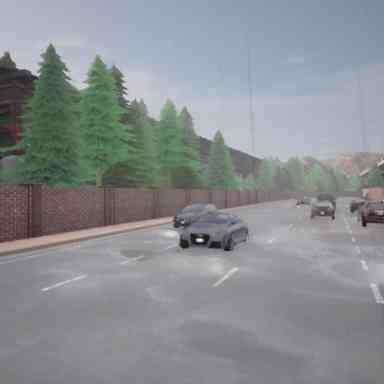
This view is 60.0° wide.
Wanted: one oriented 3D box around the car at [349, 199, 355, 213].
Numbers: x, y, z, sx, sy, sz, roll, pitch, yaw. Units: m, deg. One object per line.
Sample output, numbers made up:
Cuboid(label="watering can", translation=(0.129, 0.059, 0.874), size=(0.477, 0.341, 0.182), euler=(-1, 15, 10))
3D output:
Cuboid(label="car", translation=(18.566, 1.475, 36.788), size=(1.882, 1.535, 5.008), euler=(0, 0, 23))

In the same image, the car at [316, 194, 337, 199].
Cuboid(label="car", translation=(16.545, 1.219, 40.982), size=(2.150, 2.045, 5.566), euler=(0, 0, 23))

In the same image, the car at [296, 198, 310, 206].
Cuboid(label="car", translation=(18.097, 1.608, 53.888), size=(1.994, 1.385, 4.181), euler=(0, 0, 23))

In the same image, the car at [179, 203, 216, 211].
Cuboid(label="car", translation=(0.418, 1.503, 21.380), size=(1.837, 1.490, 4.892), euler=(0, 0, 23))

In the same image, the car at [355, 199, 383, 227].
Cuboid(label="car", translation=(12.603, 1.352, 22.713), size=(2.097, 1.767, 4.553), euler=(0, 0, 23))

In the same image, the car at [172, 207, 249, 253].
Cuboid(label="car", translation=(1.050, 1.563, 13.899), size=(1.994, 1.385, 4.181), euler=(0, 0, 23))

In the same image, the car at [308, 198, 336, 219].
Cuboid(label="car", translation=(11.469, 1.524, 29.036), size=(1.812, 1.442, 4.674), euler=(0, 0, 23))
